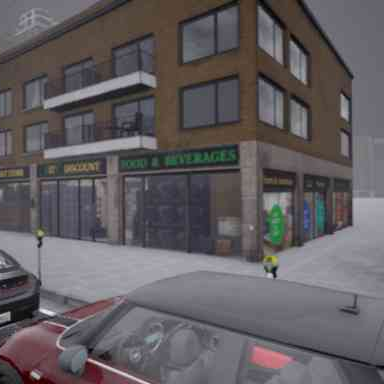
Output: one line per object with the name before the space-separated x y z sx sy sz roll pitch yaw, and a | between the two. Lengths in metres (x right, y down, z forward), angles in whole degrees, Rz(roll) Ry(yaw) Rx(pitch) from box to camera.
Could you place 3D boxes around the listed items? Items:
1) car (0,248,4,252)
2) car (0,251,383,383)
car | -4.509 1.608 6.068 4.403 1.369 2.008 -1 0 36
car | -0.029 1.450 2.847 4.097 1.590 1.967 -1 0 36
